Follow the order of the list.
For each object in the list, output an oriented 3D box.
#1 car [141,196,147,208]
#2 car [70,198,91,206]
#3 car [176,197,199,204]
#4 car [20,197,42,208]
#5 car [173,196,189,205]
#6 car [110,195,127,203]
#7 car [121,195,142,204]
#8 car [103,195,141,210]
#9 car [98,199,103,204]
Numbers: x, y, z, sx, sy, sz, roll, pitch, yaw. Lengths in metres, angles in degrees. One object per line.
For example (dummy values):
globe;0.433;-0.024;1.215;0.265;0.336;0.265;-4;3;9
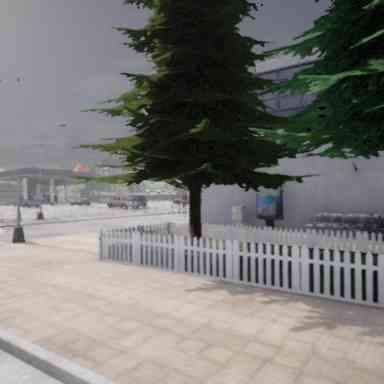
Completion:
car;-8.472;1.463;49.159;3.866;1.878;1.905;-1;0;36
car;-21.048;1.881;62.621;4.514;1.523;2.007;-1;0;36
car;-0.961;1.763;71.987;4.514;1.523;2.007;-1;0;36
car;-26.966;1.904;54.569;3.633;1.501;1.845;-1;0;36
car;-0.938;1.539;59.500;5.027;1.636;2.152;-1;0;36
car;-17.565;1.737;79.561;3.866;1.878;1.905;-1;0;36
car;-13.141;1.672;72.272;4.605;1.855;1.932;-1;0;36
car;-9.849;1.479;46.567;4.605;1.855;1.932;-1;0;36
car;-20.014;2.028;77.232;3.806;1.475;1.970;-1;0;36
